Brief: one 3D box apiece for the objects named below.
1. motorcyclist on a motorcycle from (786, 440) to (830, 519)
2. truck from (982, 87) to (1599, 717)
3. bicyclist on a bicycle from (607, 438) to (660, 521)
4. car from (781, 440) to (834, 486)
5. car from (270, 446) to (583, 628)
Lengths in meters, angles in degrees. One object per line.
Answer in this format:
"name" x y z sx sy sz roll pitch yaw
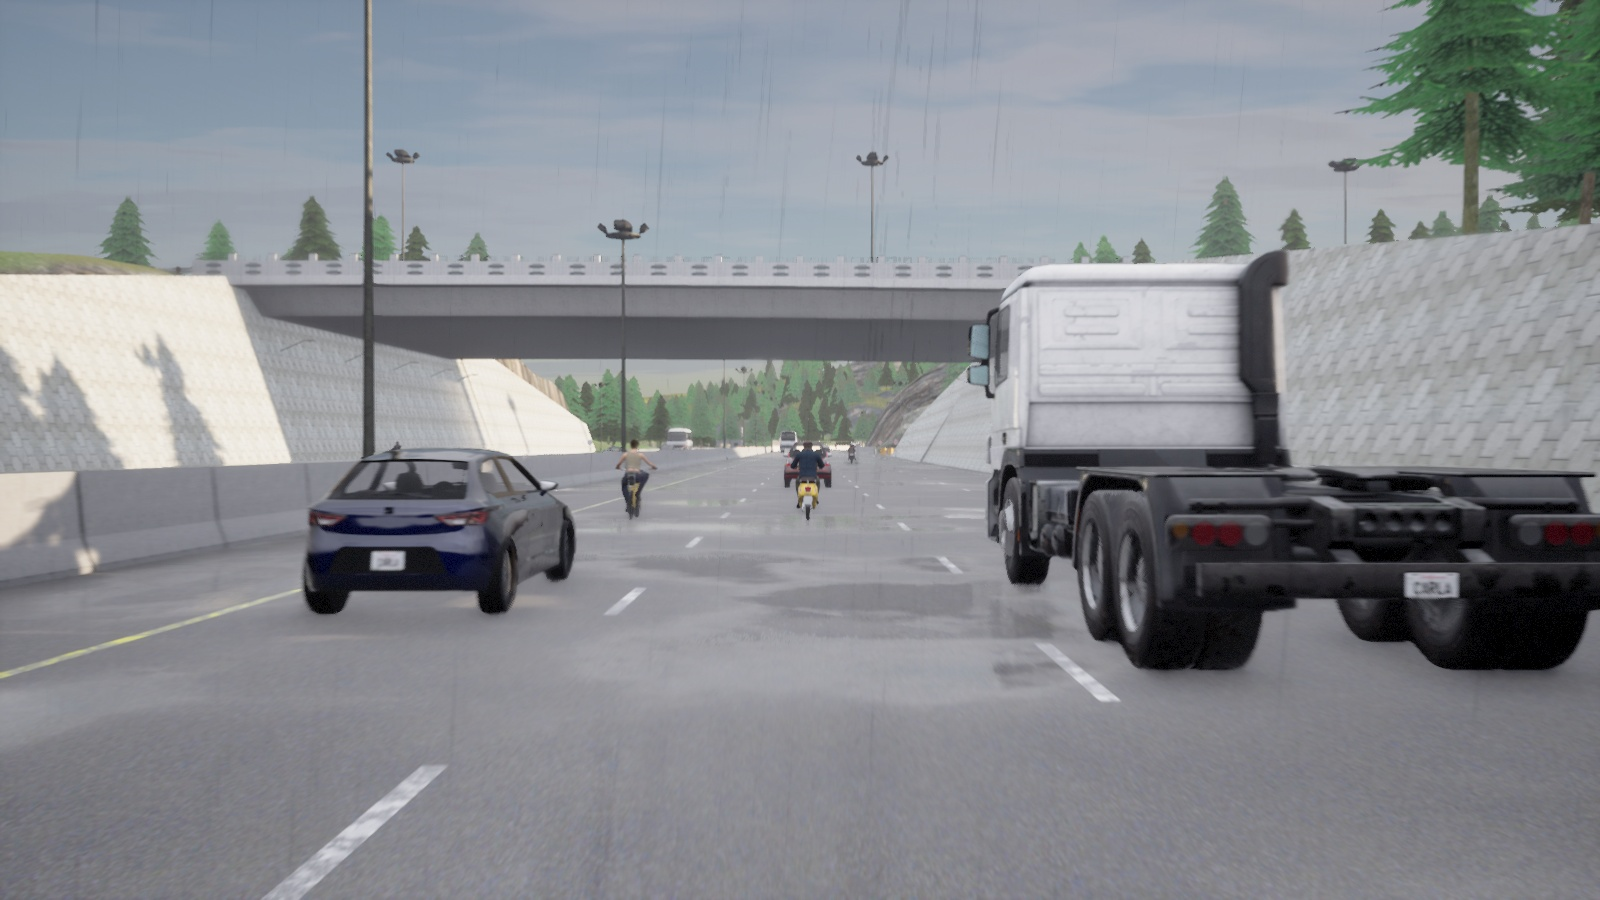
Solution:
"motorcyclist on a motorcycle" 0.164 0.586 25.990 0.866 1.590 1.817 0 0 0
"truck" 3.578 -0.280 10.875 2.891 3.462 7.936 0 0 0
"bicyclist on a bicycle" -3.336 0.569 25.224 0.866 1.612 1.509 0 0 0
"car" 0.280 0.441 46.309 1.851 1.617 3.988 0 0 0
"car" -3.414 0.703 12.353 1.816 1.474 4.193 0 0 0
